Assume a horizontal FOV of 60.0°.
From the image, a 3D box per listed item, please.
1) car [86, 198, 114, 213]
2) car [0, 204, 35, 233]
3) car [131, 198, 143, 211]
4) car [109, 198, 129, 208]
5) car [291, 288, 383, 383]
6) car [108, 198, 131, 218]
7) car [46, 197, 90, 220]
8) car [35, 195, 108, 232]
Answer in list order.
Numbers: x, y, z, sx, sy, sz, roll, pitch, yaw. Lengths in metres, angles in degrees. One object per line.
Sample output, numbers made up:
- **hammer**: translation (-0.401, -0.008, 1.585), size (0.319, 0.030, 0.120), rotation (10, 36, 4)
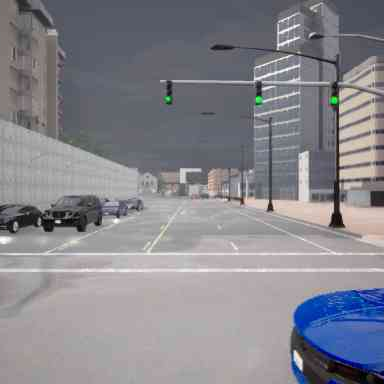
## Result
- **car**: translation (-10.614, 1.505, 38.652), size (1.837, 1.490, 4.892), rotation (0, 0, 0)
- **car**: translation (-10.610, 1.505, 19.767), size (1.837, 1.490, 4.892), rotation (0, 0, 0)
- **car**: translation (-7.111, 1.491, 40.382), size (2.128, 1.511, 4.902), rotation (0, 0, 0)
- **car**: translation (-10.581, 1.601, 48.713), size (1.895, 1.301, 4.718), rotation (0, 0, 0)
- **car**: translation (3.614, 1.486, 3.494), size (5.008, 1.535, 1.882), rotation (0, 0, 0)
- **car**: translation (-7.114, 1.526, 30.039), size (1.812, 1.442, 4.674), rotation (0, 0, 0)
- **car**: translation (-10.615, 1.352, 28.835), size (2.097, 1.767, 4.553), rotation (0, 0, 0)
- **car**: translation (-7.107, 1.221, 20.399), size (2.150, 2.045, 5.566), rotation (0, 0, 0)
